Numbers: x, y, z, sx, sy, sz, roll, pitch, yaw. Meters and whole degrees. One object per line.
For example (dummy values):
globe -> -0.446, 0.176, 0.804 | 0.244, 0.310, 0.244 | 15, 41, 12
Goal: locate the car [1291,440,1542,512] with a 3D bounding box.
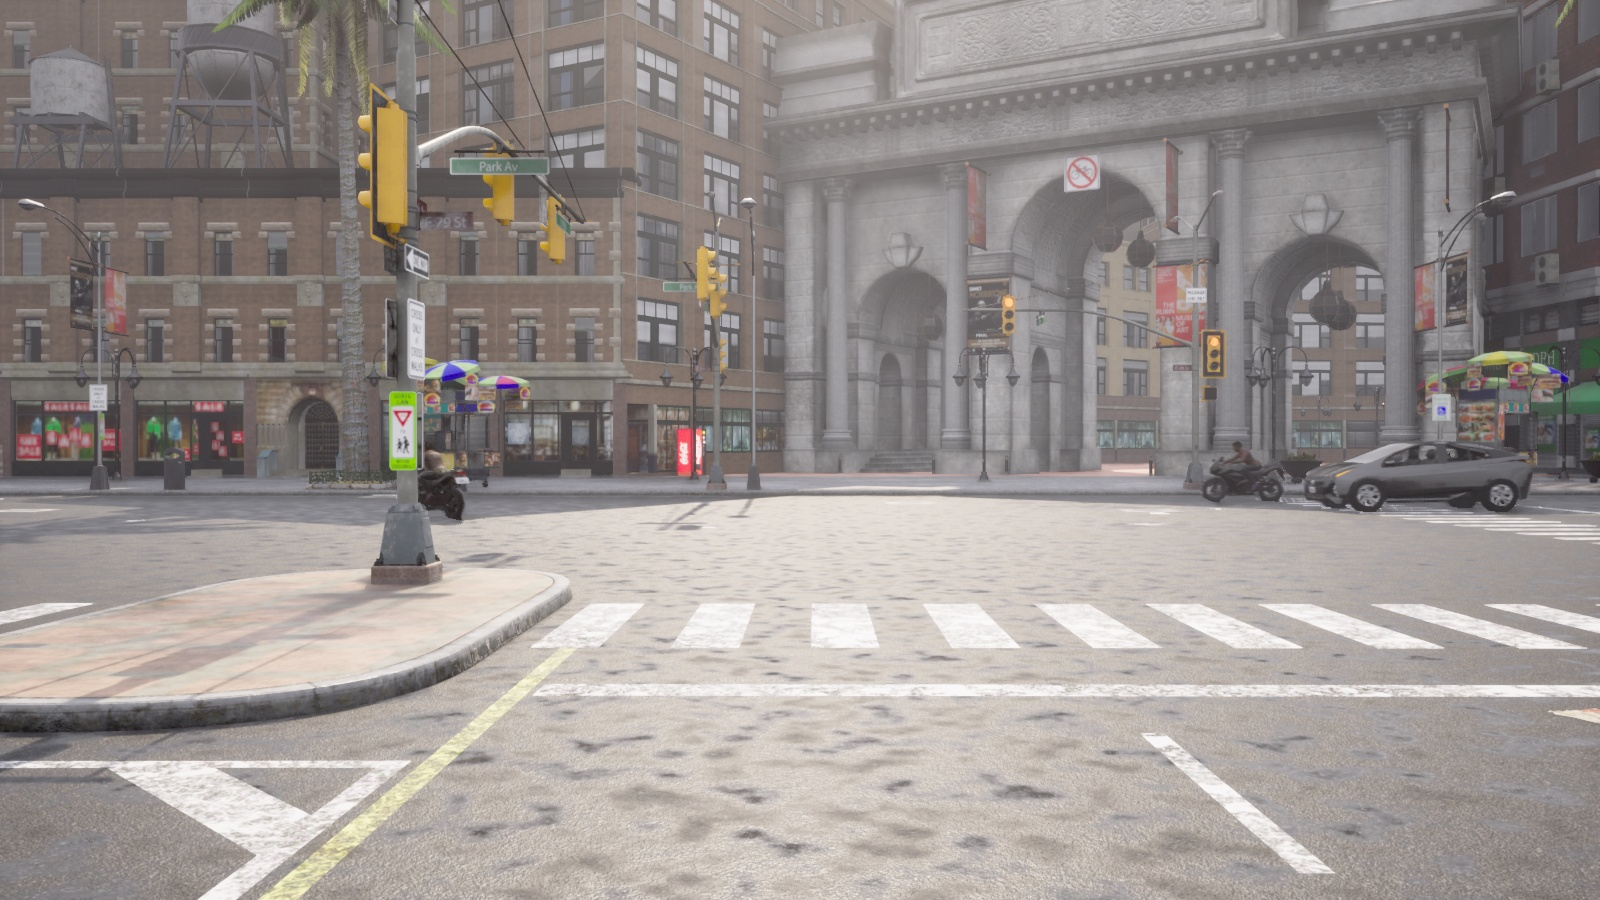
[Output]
car -> 13.412, 0.549, 27.536 | 4.514, 1.525, 2.007 | 0, 0, 1

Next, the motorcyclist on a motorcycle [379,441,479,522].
motorcyclist on a motorcycle -> -7.270, 0.584, 24.589 | 2.044, 1.523, 0.797 | 0, 1, 37

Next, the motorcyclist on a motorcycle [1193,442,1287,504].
motorcyclist on a motorcycle -> 10.863, 0.562, 31.072 | 2.044, 1.523, 0.797 | 0, 0, 1
